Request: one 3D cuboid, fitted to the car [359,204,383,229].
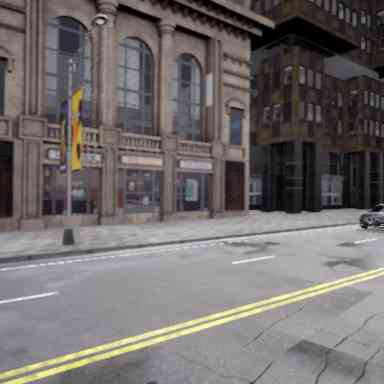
[{"bbox_3d":[12.114,1.485,20.301,4.892,1.490,1.837,0,0,-35],"label":"car"}]
